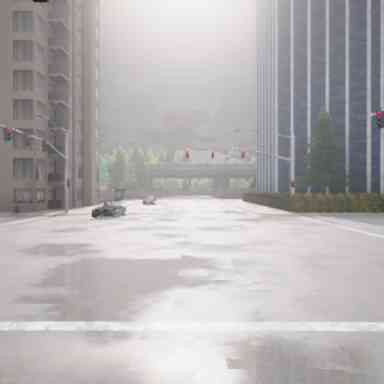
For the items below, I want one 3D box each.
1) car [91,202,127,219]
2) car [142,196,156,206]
[{"bbox_3d":[-7.158,1.571,29.054,1.895,1.301,4.718,0,0,4],"label":"car"},{"bbox_3d":[-6.978,1.398,54.672,2.128,1.511,4.902,0,1,0],"label":"car"}]
